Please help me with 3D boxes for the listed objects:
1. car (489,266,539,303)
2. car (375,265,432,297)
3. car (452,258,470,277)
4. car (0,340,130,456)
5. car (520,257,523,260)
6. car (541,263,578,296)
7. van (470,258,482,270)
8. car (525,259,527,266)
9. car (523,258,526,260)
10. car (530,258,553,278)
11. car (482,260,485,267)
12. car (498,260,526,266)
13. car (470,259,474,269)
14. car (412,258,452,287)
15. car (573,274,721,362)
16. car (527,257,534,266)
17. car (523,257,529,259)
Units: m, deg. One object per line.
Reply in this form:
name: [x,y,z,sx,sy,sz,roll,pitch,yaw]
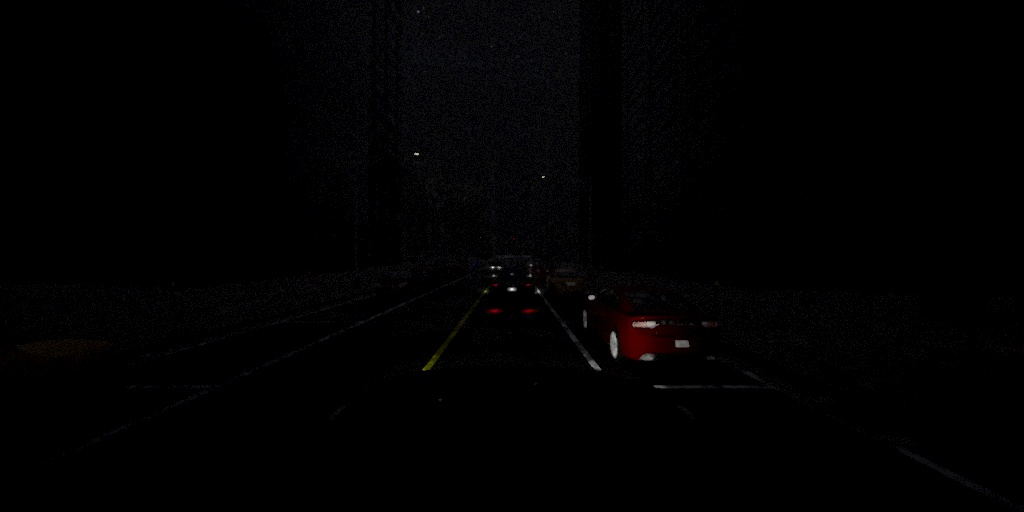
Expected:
car: [0.000,1.321,16.501,1.994,1.385,4.181,0,0,0]
car: [-5.763,1.330,18.903,1.802,1.307,4.207,0,0,0]
car: [-5.763,1.070,35.181,2.192,1.841,5.009,0,0,0]
car: [-5.763,1.272,2.455,1.751,1.417,4.829,0,0,0]
car: [2.762,1.085,56.869,2.192,1.841,5.009,0,0,0]
car: [2.762,1.274,19.064,1.751,1.417,4.829,0,0,0]
van: [-5.763,1.107,51.459,1.690,1.789,3.998,0,0,0]
car: [2.761,1.304,40.594,1.888,1.381,4.507,0,0,0]
car: [2.762,1.313,46.018,2.007,1.370,4.403,0,0,0]
car: [2.762,1.192,29.744,1.967,1.591,4.097,0,0,0]
car: [-5.763,1.210,56.885,1.967,1.591,4.097,0,0,0]
car: [0.000,1.287,31.501,1.812,1.442,4.674,0,0,0]
car: [-5.763,1.304,40.606,1.888,1.381,4.507,0,0,0]
car: [-5.763,1.065,24.329,2.192,1.841,5.009,0,0,0]
car: [2.762,1.292,8.044,1.888,1.381,4.507,0,0,0]
car: [2.762,1.195,35.169,1.967,1.591,4.097,0,0,0]
car: [2.762,1.292,51.614,1.751,1.417,4.829,0,0,0]
